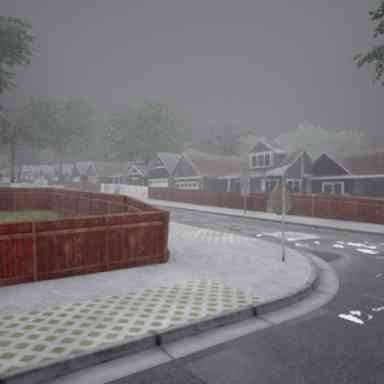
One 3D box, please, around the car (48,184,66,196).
[{"bbox_3d":[-18.888,-0.320,46.705,1.882,1.535,5.008,1,2,-35],"label":"car"}]
